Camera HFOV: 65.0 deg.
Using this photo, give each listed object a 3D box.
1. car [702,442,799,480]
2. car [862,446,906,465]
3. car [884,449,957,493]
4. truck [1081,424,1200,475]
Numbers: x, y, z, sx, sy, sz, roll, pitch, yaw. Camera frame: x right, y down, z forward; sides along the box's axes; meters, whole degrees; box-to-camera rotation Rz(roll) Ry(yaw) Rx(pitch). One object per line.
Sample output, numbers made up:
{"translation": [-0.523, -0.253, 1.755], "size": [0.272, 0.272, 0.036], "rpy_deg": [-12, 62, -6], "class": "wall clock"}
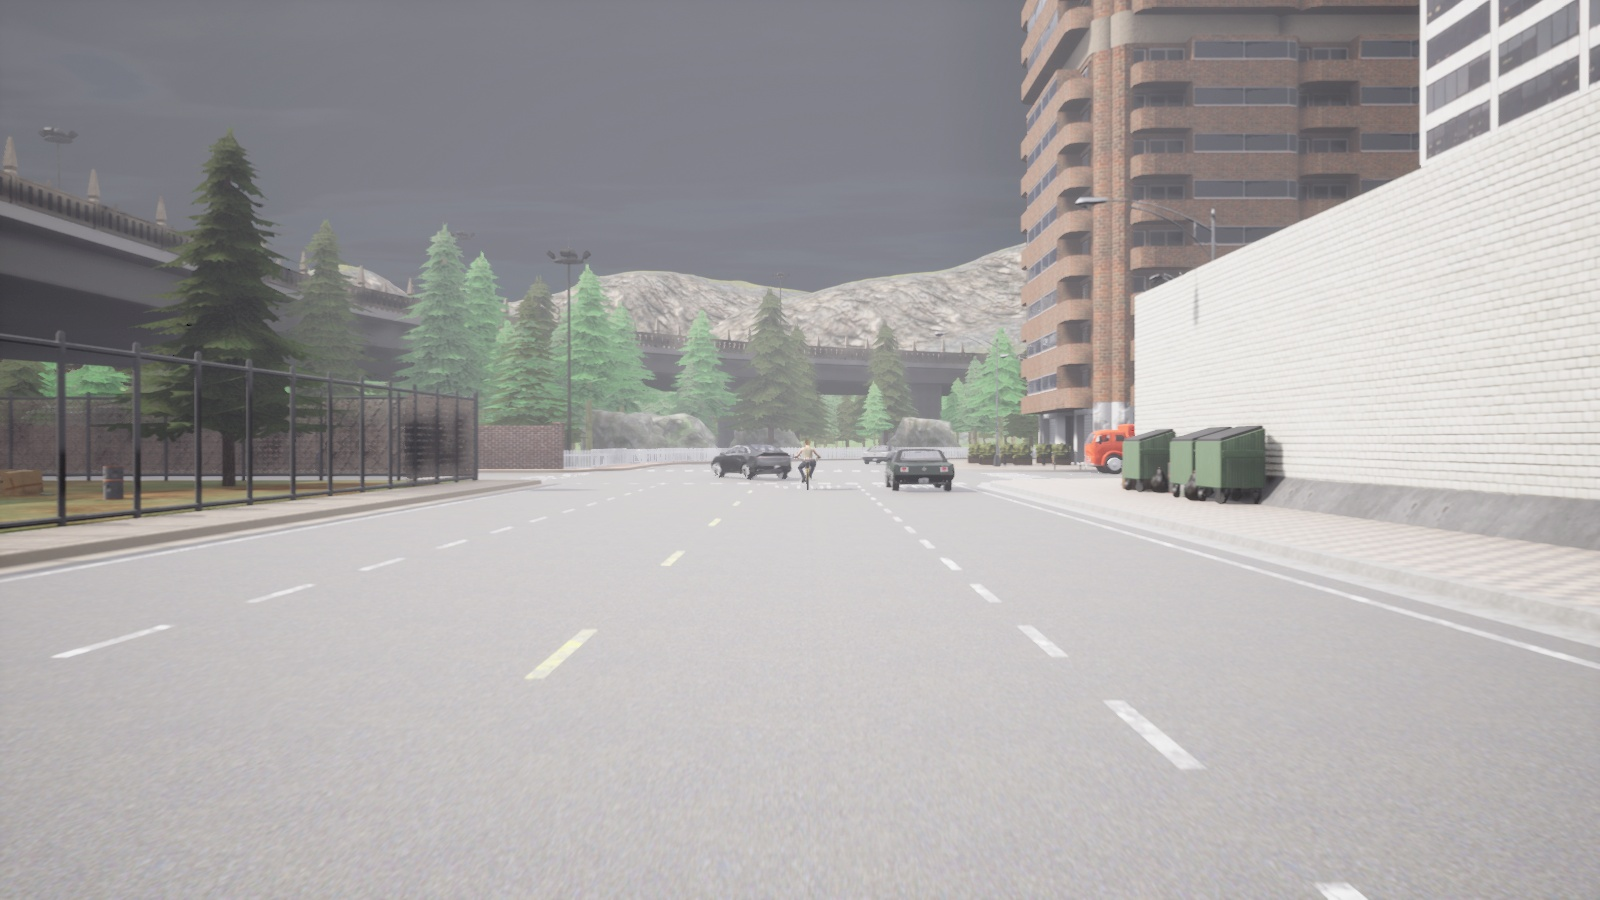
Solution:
{"translation": [-2.155, 0.439, 53.271], "size": [2.128, 1.511, 4.902], "rpy_deg": [0, 1, -29], "class": "car"}
{"translation": [5.875, 0.359, 87.357], "size": [1.895, 1.301, 4.718], "rpy_deg": [0, 0, 20], "class": "car"}
{"translation": [3.741, 0.626, 39.808], "size": [1.895, 1.301, 4.718], "rpy_deg": [0, 0, 0], "class": "car"}
{"translation": [16.798, -0.022, 62.145], "size": [5.204, 2.467, 2.627], "rpy_deg": [0, 0, 0], "class": "truck"}
